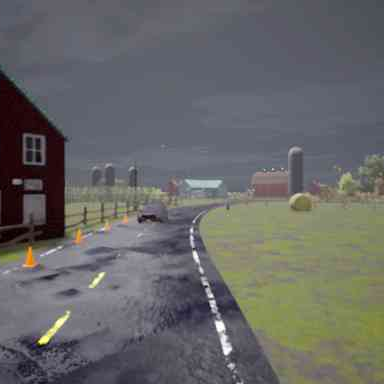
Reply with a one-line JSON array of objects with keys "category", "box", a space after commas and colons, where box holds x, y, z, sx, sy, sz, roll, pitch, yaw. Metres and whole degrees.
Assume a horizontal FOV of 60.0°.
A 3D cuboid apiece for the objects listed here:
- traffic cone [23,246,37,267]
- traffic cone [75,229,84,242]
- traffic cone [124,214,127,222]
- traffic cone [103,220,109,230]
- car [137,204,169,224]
[{"category": "traffic cone", "box": [-5.027, 1.987, 10.339, 0.340, 0.580, 0.340, 0, 0, -3]}, {"category": "traffic cone", "box": [-5.223, 1.998, 15.420, 0.340, 0.580, 0.340, 0, 0, -1]}, {"category": "traffic cone", "box": [-5.093, 2.019, 25.587, 0.340, 0.580, 0.340, 0, 0, 3]}, {"category": "traffic cone", "box": [-5.245, 2.009, 20.504, 0.340, 0.580, 0.340, 0, 0, 1]}, {"category": "car", "box": [-2.878, 1.608, 25.692, 2.033, 1.411, 5.357, 0, 0, 3]}]
